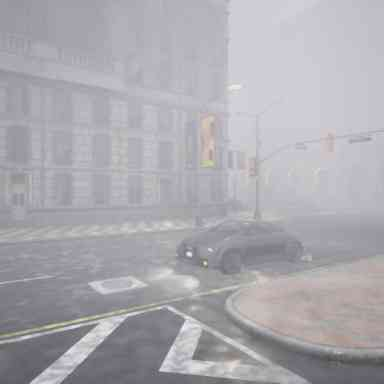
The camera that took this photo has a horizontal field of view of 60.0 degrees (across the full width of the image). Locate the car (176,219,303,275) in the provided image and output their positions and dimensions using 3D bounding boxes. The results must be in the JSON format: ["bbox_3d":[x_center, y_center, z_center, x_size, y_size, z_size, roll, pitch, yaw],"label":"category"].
[{"bbox_3d":[1.573,1.564,10.494,4.181,1.385,1.994,0,0,-34],"label":"car"}]

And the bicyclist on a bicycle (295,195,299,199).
[{"bbox_3d":[18.027,1.300,57.169,1.656,1.620,0.582,0,0,-35],"label":"bicyclist on a bicycle"}]

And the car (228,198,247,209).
[{"bbox_3d":[5.226,1.491,44.098,2.128,1.511,4.902,0,0,-35],"label":"car"}]

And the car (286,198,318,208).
[{"bbox_3d":[15.692,1.525,47.717,1.812,1.442,4.674,0,0,-35],"label":"car"}]
